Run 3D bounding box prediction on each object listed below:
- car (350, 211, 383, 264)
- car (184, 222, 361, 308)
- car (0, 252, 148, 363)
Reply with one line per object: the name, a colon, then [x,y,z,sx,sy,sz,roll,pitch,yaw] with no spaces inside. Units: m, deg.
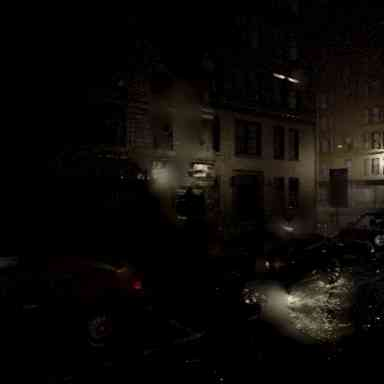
car: [6.335,1.374,11.053,4.097,1.590,1.967,0,0,-36]
car: [1.839,1.532,7.844,4.313,1.339,1.947,0,0,-36]
car: [-2.659,1.580,4.635,4.206,1.307,1.802,0,0,-36]
